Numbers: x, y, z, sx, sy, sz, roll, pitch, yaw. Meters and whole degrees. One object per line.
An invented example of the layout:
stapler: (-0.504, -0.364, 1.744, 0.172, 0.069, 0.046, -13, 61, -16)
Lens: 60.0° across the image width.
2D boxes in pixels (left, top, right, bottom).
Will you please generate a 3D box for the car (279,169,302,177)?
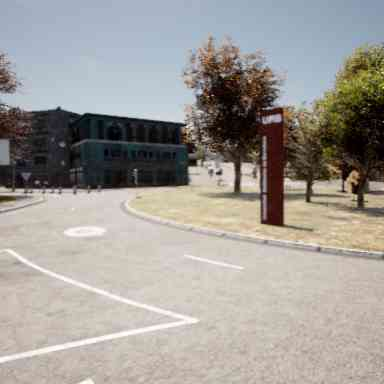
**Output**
car: (26.873, -5.260, 91.061, 5.566, 2.045, 2.435, -2, 8, -20)

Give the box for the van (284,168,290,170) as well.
van: (27.028, -4.876, 88.099, 4.442, 1.987, 1.878, -2, 7, -20)

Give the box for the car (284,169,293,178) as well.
car: (26.766, -4.278, 84.993, 5.366, 1.575, 1.946, -2, 8, -20)
